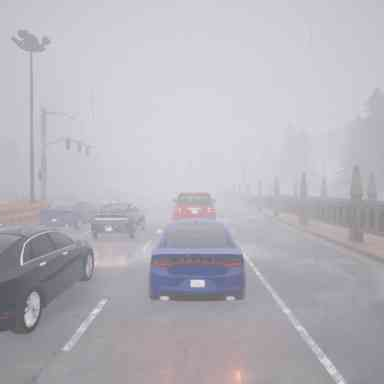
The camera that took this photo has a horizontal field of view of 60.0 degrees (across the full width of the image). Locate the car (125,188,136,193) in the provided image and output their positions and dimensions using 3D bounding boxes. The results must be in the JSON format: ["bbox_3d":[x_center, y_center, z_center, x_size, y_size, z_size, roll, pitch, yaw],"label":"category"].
[{"bbox_3d":[-13.782,0.203,69.015,2.150,2.045,5.566,0,1,0],"label":"car"}]

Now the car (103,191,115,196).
[{"bbox_3d":[-20.729,0.355,83.259,1.895,1.301,4.718,0,1,0],"label":"car"}]

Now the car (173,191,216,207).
[{"bbox_3d":[0.124,0.976,18.059,2.150,2.045,5.566,0,1,0],"label":"car"}]

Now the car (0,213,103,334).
[{"bbox_3d":[-3.401,1.434,6.603,1.837,1.490,4.892,0,1,0],"label":"car"}]

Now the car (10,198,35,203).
[{"bbox_3d":[-14.037,1.170,27.740,1.994,1.385,4.181,0,1,0],"label":"car"}]

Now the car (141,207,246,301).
[{"bbox_3d":[0.101,1.383,8.189,1.882,1.535,5.008,0,1,0],"label":"car"}]

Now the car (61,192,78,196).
[{"bbox_3d":[-20.902,0.692,56.609,1.812,1.442,4.674,0,1,1],"label":"car"}]

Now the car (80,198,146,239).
[{"bbox_3d":[-3.379,1.278,15.976,2.128,1.511,4.902,0,1,0],"label":"car"}]

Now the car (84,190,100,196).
[{"bbox_3d":[-20.782,0.331,69.121,2.097,1.767,4.553,0,1,0],"label":"car"}]

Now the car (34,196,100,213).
[{"bbox_3d":[-6.869,1.217,19.059,1.882,1.535,5.008,0,1,0],"label":"car"}]

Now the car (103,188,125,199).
[{"bbox_3d":[-13.900,0.362,58.352,2.150,2.045,5.566,0,1,0],"label":"car"}]

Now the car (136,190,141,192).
[{"bbox_3d":[-13.730,0.305,82.932,2.033,1.411,5.357,0,1,0],"label":"car"}]
